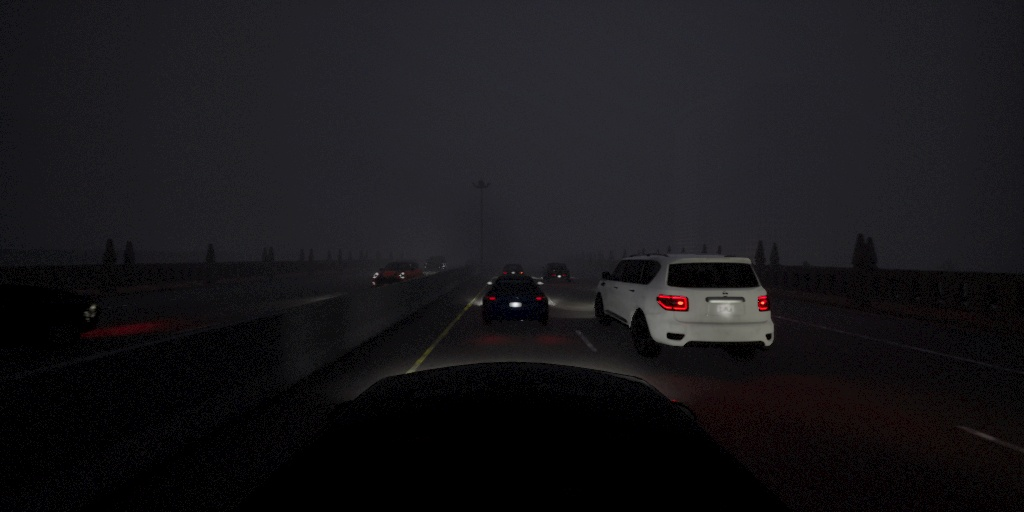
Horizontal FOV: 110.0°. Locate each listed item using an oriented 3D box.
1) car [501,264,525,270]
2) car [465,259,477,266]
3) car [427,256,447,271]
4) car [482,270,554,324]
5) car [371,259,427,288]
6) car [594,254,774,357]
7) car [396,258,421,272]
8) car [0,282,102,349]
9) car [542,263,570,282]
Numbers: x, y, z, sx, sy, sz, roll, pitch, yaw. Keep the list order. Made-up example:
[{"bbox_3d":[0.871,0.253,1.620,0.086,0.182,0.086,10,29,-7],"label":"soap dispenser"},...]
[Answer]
[{"bbox_3d":[0.090,1.333,29.757,2.033,1.411,5.357,0,0,0],"label":"car"},{"bbox_3d":[-7.148,1.338,63.408,2.128,1.511,4.902,0,0,0],"label":"car"},{"bbox_3d":[-10.586,1.040,50.185,2.150,2.045,5.566,0,0,0],"label":"car"},{"bbox_3d":[0.095,1.324,11.955,1.994,1.385,4.181,0,0,0],"label":"car"},{"bbox_3d":[-7.105,1.127,22.609,2.097,1.767,4.553,0,0,0],"label":"car"},{"bbox_3d":[3.598,0.978,8.725,2.150,2.045,5.566,0,0,0],"label":"car"},{"bbox_3d":[-14.088,1.166,49.185,2.097,1.767,4.553,0,0,0],"label":"car"},{"bbox_3d":[-10.603,1.260,6.349,1.837,1.490,4.892,0,0,0],"label":"car"},{"bbox_3d":[3.590,1.290,29.595,1.837,1.490,4.892,0,0,0],"label":"car"}]
